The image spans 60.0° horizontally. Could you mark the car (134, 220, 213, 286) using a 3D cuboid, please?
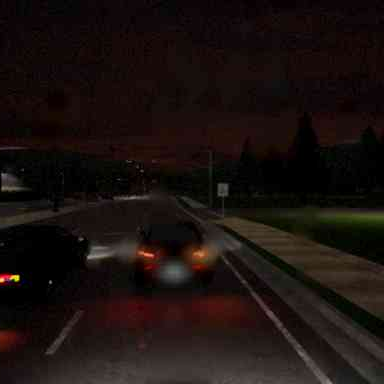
[{"bbox_3d":[-0.523,1.505,9.269,1.812,1.442,4.674,0,0,-4],"label":"car"}]

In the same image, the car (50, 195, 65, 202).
[{"bbox_3d":[-27.777,1.370,68.640,2.128,1.511,4.902,0,0,-4],"label":"car"}]

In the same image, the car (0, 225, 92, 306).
[{"bbox_3d":[-3.959,1.529,8.153,2.033,1.411,5.357,0,0,-3],"label":"car"}]

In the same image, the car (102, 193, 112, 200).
[{"bbox_3d":[-21.821,1.160,84.714,2.097,1.767,4.553,0,0,-4],"label":"car"}]

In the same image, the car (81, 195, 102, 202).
[{"bbox_3d":[-20.795,1.369,69.137,2.128,1.511,4.902,0,0,-4],"label":"car"}]

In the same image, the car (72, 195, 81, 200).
[{"bbox_3d":[-28.800,1.402,84.172,1.895,1.301,4.718,0,0,-4],"label":"car"}]
